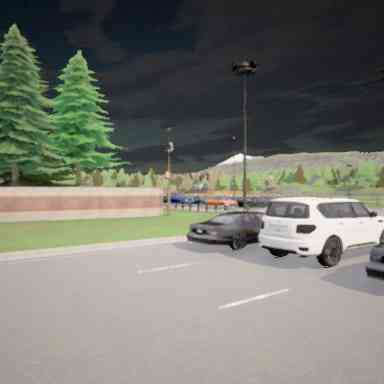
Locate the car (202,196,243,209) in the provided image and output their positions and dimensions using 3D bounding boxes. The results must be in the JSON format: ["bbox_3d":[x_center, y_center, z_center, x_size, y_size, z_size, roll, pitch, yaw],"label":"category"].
[{"bbox_3d":[3.772,1.262,42.012,2.097,1.767,4.553,0,0,-36],"label":"car"}]

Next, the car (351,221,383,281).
[{"bbox_3d":[6.471,1.514,8.367,5.357,1.411,2.033,0,0,-36],"label":"car"}]

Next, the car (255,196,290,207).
[{"bbox_3d":[11.739,1.353,48.927,1.882,1.535,5.008,0,0,-36],"label":"car"}]

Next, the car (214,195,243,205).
[{"bbox_3d":[6.204,1.367,56.644,2.128,1.511,4.902,0,0,-36],"label":"car"}]

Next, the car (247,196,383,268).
[{"bbox_3d":[4.736,1.188,11.427,5.566,2.045,2.150,0,0,-36],"label":"car"}]

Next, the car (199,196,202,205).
[{"bbox_3d":[1.361,1.403,51.332,1.837,1.490,4.892,0,0,-36],"label":"car"}]

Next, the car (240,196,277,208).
[{"bbox_3d":[9.170,1.378,46.499,2.128,1.511,4.902,0,0,-36],"label":"car"}]

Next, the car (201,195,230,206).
[{"bbox_3d":[3.743,1.364,54.034,1.882,1.535,5.008,0,0,-36],"label":"car"}]

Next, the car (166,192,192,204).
[{"bbox_3d":[-2.498,1.108,62.777,2.150,2.045,5.566,0,0,-36],"label":"car"}]

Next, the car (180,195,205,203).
[{"bbox_3d":[0.076,1.423,65.192,2.033,1.411,5.357,0,0,-36],"label":"car"}]

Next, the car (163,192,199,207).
[{"bbox_3d":[-1.846,1.131,49.779,2.150,2.045,5.566,0,0,-36],"label":"car"}]

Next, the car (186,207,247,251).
[{"bbox_3d":[2.328,1.515,14.011,5.357,1.411,2.033,0,0,-36],"label":"car"}]

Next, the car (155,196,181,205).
[{"bbox_3d":[-4.334,1.446,59.288,2.033,1.411,5.357,0,0,-35],"label":"car"}]
